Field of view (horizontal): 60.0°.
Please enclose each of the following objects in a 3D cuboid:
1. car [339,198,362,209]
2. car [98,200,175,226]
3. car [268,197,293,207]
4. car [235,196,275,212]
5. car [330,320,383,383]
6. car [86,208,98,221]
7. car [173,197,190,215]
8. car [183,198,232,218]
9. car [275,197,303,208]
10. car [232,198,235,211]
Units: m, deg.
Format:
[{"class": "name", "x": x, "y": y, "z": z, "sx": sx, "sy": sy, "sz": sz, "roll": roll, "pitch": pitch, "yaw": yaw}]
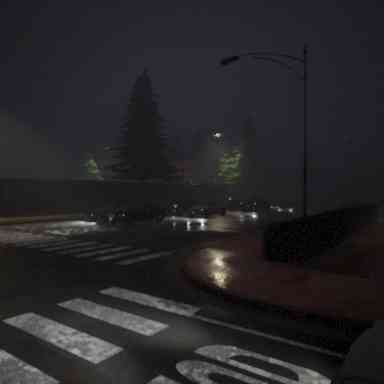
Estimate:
[{"class": "car", "x": 21.233, "y": 1.511, "z": 44.402, "sx": 1.812, "sy": 1.442, "sz": 4.674, "roll": 0, "pitch": 0, "yaw": 43}, {"class": "car", "x": -3.766, "y": 1.465, "z": 23.313, "sx": 2.128, "sy": 1.511, "sz": 4.902, "roll": 0, "pitch": 0, "yaw": 36}, {"class": "car", "x": 13.979, "y": 1.533, "z": 52.331, "sx": 1.994, "sy": 1.385, "sz": 4.181, "roll": 0, "pitch": 0, "yaw": 45}, {"class": "car", "x": 7.336, "y": 1.325, "z": 38.426, "sx": 2.097, "sy": 1.767, "sz": 4.553, "roll": 0, "pitch": 0, "yaw": 37}, {"class": "car", "x": 3.241, "y": 1.603, "z": 1.716, "sx": 4.718, "sy": 1.301, "sz": 1.895, "roll": 0, "pitch": 0, "yaw": 37}, {"class": "car", "x": -6.143, "y": 1.532, "z": 25.992, "sx": 1.994, "sy": 1.385, "sz": 4.181, "roll": 0, "pitch": 0, "yaw": 36}, {"class": "car", "x": -1.110, "y": 1.320, "z": 32.876, "sx": 2.097, "sy": 1.767, "sz": 4.553, "roll": 0, "pitch": 0, "yaw": 36}, {"class": "car", "x": 1.502, "y": 1.499, "z": 30.526, "sx": 1.812, "sy": 1.442, "sz": 4.674, "roll": 0, "pitch": 0, "yaw": 36}, {"class": "car", "x": 14.197, "y": 1.451, "z": 47.301, "sx": 1.882, "sy": 1.535, "sz": 5.008, "roll": 0, "pitch": 0, "yaw": 39}, {"class": "car", "x": 5.039, "y": 1.459, "z": 41.206, "sx": 2.128, "sy": 1.511, "sz": 4.902, "roll": 0, "pitch": 0, "yaw": 37}]
